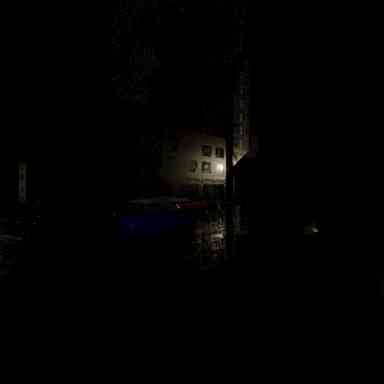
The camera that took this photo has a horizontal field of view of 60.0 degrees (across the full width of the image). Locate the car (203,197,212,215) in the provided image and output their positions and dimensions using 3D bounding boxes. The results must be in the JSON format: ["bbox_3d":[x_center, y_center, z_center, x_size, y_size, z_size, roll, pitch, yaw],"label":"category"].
[{"bbox_3d":[-0.671,1.061,26.641,2.097,1.767,4.553,0,1,35],"label":"car"}]

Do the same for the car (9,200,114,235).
[{"bbox_3d":[-6.646,1.383,18.253,2.033,1.411,5.357,0,1,36],"label":"car"}]

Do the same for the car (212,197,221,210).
[{"bbox_3d":[1.401,1.166,34.130,1.947,1.339,4.313,1,2,35],"label":"car"}]

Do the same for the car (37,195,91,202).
[{"bbox_3d":[-8.360,1.123,20.420,2.192,1.841,5.009,1,1,35],"label":"car"}]

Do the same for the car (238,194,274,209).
[{"bbox_3d":[7.342,1.026,37.867,2.128,1.511,4.902,0,1,36],"label":"car"}]

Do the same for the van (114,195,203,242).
[{"bbox_3d":[-1.417,1.208,15.475,1.690,1.788,3.998,1,1,35],"label":"van"}]

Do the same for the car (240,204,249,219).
[{"bbox_3d":[5.090,1.280,24.614,2.008,1.369,4.403,1,1,35],"label":"car"}]
